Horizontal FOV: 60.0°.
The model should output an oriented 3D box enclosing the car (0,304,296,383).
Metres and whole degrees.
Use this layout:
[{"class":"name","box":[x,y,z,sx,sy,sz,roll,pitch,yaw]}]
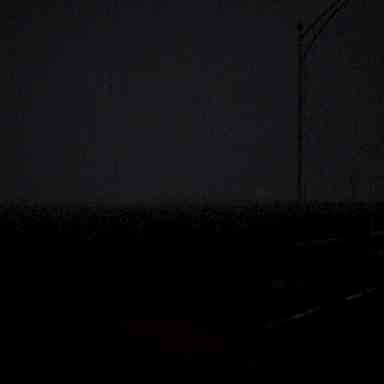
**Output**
[{"class":"car","box":[-1.600,1.602,1.916,4.718,1.301,1.895,0,0,-35]}]
